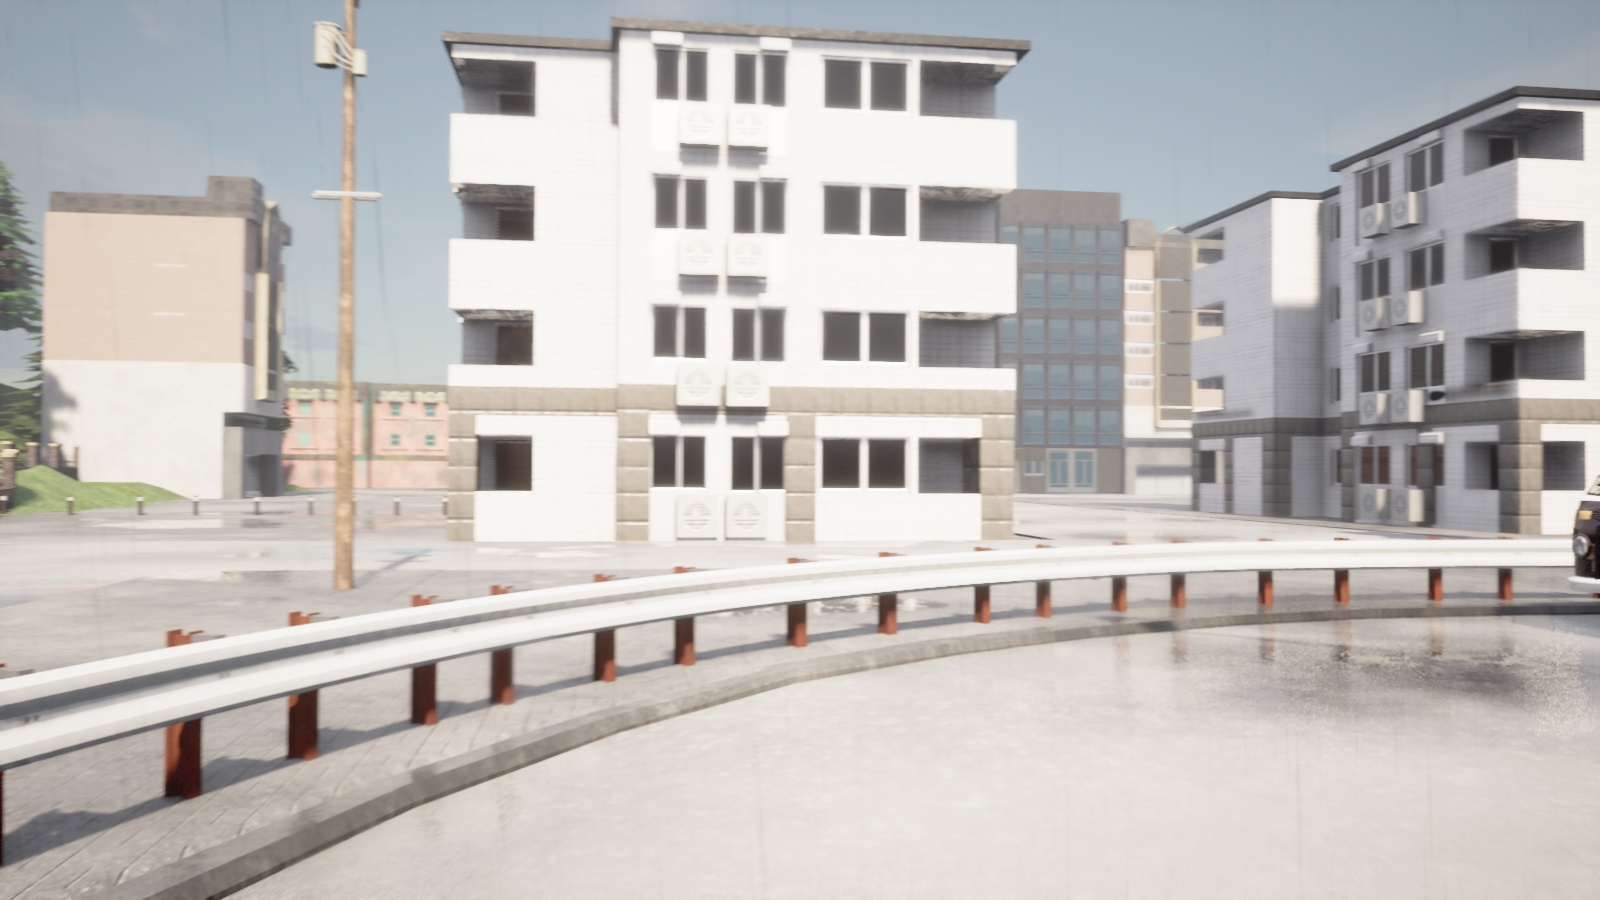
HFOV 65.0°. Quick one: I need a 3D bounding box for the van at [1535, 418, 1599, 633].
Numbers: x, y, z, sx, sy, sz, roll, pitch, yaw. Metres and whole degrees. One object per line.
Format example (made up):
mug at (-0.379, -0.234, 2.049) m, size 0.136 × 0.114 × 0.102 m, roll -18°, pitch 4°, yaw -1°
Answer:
van at (9.846, 0.715, 12.094) m, size 4.480 × 2.038 × 2.069 m, roll 0°, pitch -1°, yaw -11°
